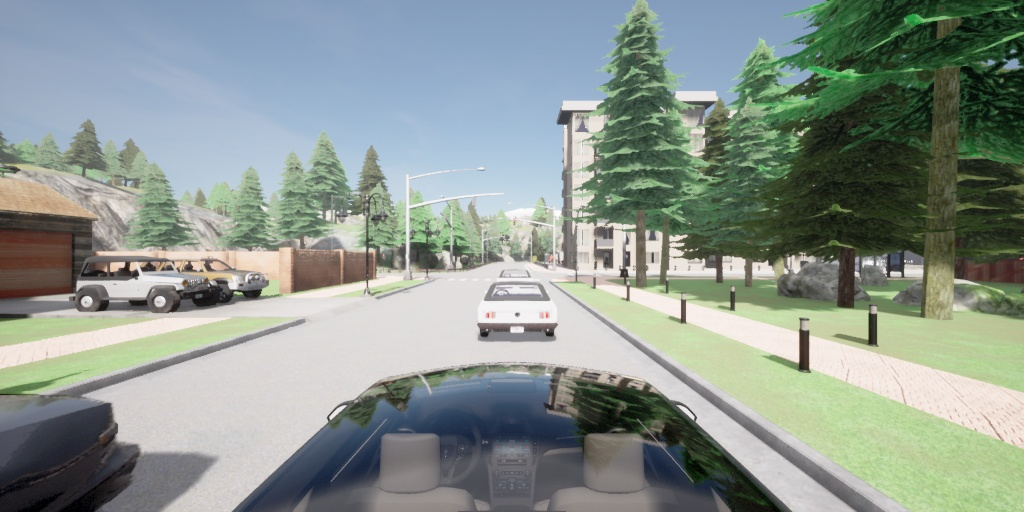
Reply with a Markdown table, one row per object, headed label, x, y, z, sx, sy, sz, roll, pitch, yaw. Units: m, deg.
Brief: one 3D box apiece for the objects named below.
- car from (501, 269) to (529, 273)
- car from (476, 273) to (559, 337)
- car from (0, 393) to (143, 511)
| label | x | y | z | sx | sy | sz | roll | pitch | yaw |
| --- | --- | --- | --- | --- | --- | --- | --- | --- | --- |
| car | 0.162 | 1.351 | 19.404 | 1.895 | 1.301 | 4.718 | 0 | 0 | 0 |
| car | 0.132 | 1.351 | 10.236 | 1.895 | 1.301 | 4.718 | 0 | 0 | 0 |
| car | -3.606 | 1.298 | 0.136 | 2.033 | 1.411 | 5.357 | 0 | 0 | 0 |
